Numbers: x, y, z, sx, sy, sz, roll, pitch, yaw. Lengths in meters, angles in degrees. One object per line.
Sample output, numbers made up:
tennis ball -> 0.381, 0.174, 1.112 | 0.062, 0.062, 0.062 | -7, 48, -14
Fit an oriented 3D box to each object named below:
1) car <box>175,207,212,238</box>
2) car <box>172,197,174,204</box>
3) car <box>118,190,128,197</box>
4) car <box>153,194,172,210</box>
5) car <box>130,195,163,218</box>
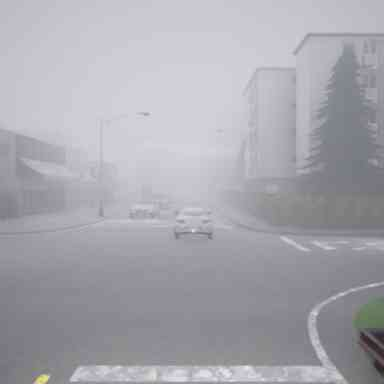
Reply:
car -> 0.066, 1.499, 17.667 | 1.812, 1.442, 4.674 | 0, 1, 0
car -> -3.680, 1.048, 48.406 | 1.812, 1.442, 4.674 | 0, 1, 0
car -> -19.123, 0.579, 92.139 | 2.007, 1.523, 4.514 | 0, 1, 0
car -> -3.674, 0.990, 36.563 | 2.097, 1.767, 4.553 | 0, 1, 0
car -> -3.698, 1.261, 26.703 | 1.812, 1.442, 4.674 | 0, 1, 1
